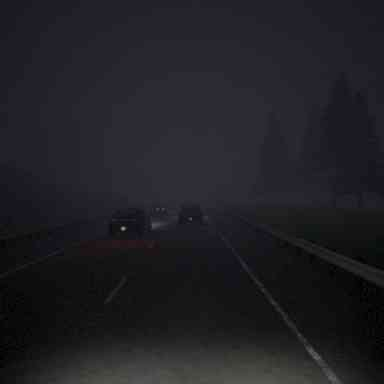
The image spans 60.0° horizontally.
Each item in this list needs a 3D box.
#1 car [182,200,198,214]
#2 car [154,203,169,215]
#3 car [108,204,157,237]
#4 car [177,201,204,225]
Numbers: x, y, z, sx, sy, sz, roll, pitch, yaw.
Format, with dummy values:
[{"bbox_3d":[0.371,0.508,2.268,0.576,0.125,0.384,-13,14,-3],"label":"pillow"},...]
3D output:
[{"bbox_3d":[-0.259,1.880,43.017,1.882,1.535,5.008,0,-1,-1],"label":"car"},{"bbox_3d":[-3.709,1.914,38.186,2.033,1.411,5.357,0,-1,0],"label":"car"},{"bbox_3d":[-3.552,1.684,19.514,2.128,1.511,4.902,0,-1,0],"label":"car"},{"bbox_3d":[-0.111,1.736,26.081,2.128,1.511,4.902,0,-1,0],"label":"car"}]
